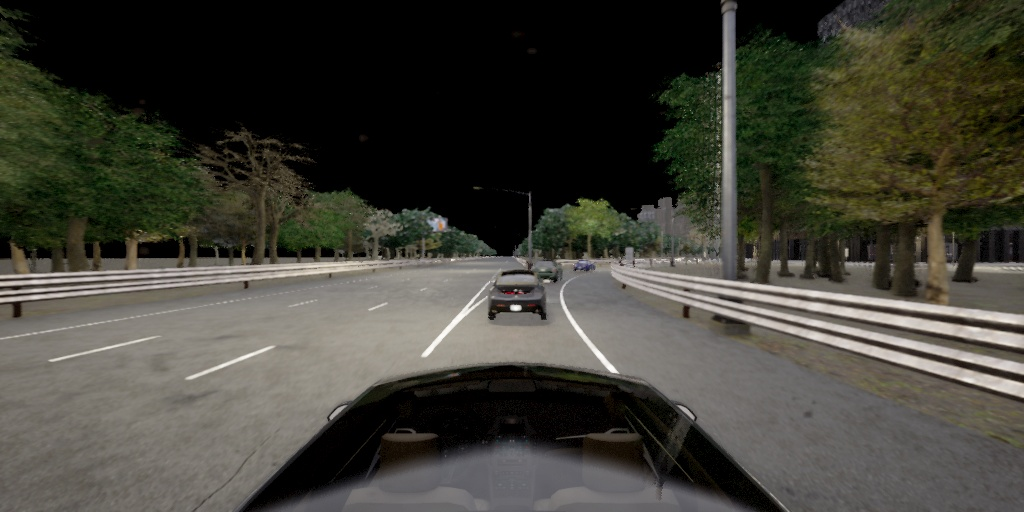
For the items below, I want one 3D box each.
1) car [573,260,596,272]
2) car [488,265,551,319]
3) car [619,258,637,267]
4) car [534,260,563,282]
[{"bbox_3d":[9.197,1.223,45.299,1.812,1.442,4.674,0,0,27],"label":"car"},{"bbox_3d":[0.285,1.244,12.725,1.837,1.490,4.892,-1,0,4],"label":"car"},{"bbox_3d":[20.098,1.142,61.921,2.128,1.511,4.902,0,0,40],"label":"car"},{"bbox_3d":[2.828,1.072,28.432,2.097,1.767,4.553,0,0,14],"label":"car"}]
